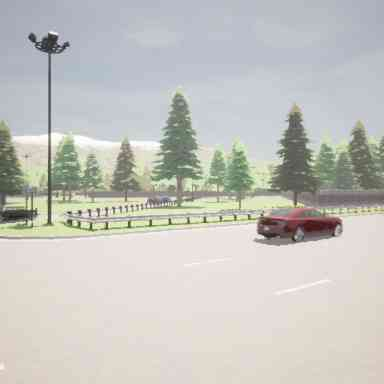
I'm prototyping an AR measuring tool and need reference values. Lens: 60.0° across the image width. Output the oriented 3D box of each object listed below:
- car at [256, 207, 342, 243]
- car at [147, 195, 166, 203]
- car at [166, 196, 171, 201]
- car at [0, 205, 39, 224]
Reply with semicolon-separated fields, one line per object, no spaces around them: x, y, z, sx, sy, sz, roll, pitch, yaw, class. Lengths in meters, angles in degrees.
5.293;1.477;16.100;5.008;1.535;1.882;0;0;-35;car
-6.612;1.352;59.869;2.097;1.767;4.553;0;0;6;car
-5.648;1.477;69.715;1.882;1.535;5.008;0;0;5;car
-13.678;1.601;24.581;1.895;1.301;4.718;0;0;19;car
